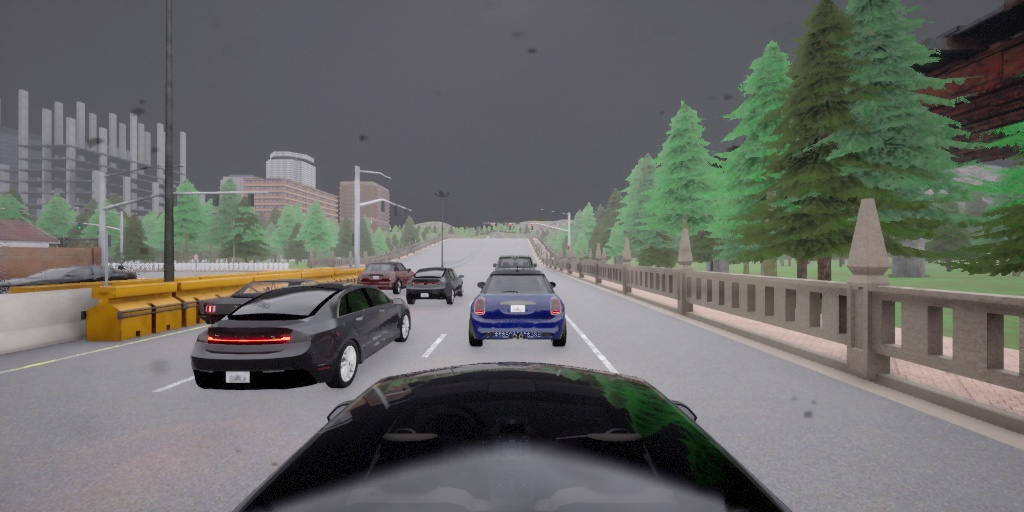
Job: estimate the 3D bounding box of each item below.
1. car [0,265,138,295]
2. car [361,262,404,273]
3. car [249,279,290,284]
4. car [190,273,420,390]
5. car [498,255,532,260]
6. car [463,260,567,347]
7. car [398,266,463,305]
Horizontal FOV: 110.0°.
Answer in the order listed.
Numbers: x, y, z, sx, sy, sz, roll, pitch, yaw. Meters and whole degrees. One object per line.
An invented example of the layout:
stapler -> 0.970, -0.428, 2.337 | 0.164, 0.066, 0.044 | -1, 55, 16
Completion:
car -> -20.994, 1.227, 17.035 | 1.882, 1.535, 5.008 | 0, 0, 1
car -> -6.881, 1.102, 20.175 | 2.097, 1.767, 4.553 | 0, 0, -1
car -> -6.865, 1.351, 11.182 | 1.895, 1.301, 4.718 | 0, 0, 0
car -> -3.383, 1.255, 6.866 | 1.837, 1.490, 4.892 | 0, 0, 0
car -> 0.162, 0.972, 18.996 | 2.150, 2.045, 5.566 | 0, 0, 0
car -> 0.125, 1.102, 9.506 | 2.097, 1.767, 4.553 | 0, 0, 0
car -> -3.348, 1.255, 16.187 | 1.837, 1.490, 4.892 | 0, 0, 0
